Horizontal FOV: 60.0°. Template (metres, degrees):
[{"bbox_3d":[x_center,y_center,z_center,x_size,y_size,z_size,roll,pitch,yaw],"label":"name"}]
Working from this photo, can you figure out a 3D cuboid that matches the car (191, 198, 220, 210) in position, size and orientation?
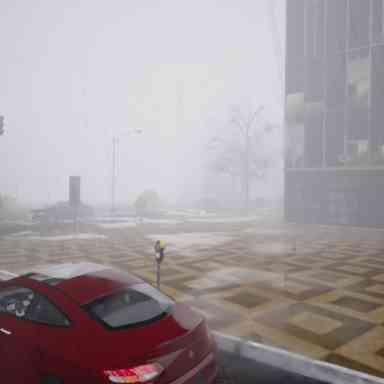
[{"bbox_3d":[1.733,1.435,40.819,1.812,1.442,4.674,1,1,35],"label":"car"}]

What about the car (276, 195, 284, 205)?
[{"bbox_3d":[15.268,1.269,55.066,2.097,1.767,4.553,1,1,34],"label":"car"}]

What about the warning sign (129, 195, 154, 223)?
[{"bbox_3d":[-3.488,1.137,22.950,1.300,1.860,1.060,1,1,34],"label":"warning sign"}]

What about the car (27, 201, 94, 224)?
[{"bbox_3d":[-9.523,1.434,24.447,2.128,1.511,4.902,1,1,34],"label":"car"}]

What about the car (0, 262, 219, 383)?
[{"bbox_3d":[-1.660,1.580,4.209,4.206,1.307,1.802,0,1,36],"label":"car"}]

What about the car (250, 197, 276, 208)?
[{"bbox_3d":[9.709,1.462,46.892,1.812,1.442,4.674,1,1,35],"label":"car"}]
